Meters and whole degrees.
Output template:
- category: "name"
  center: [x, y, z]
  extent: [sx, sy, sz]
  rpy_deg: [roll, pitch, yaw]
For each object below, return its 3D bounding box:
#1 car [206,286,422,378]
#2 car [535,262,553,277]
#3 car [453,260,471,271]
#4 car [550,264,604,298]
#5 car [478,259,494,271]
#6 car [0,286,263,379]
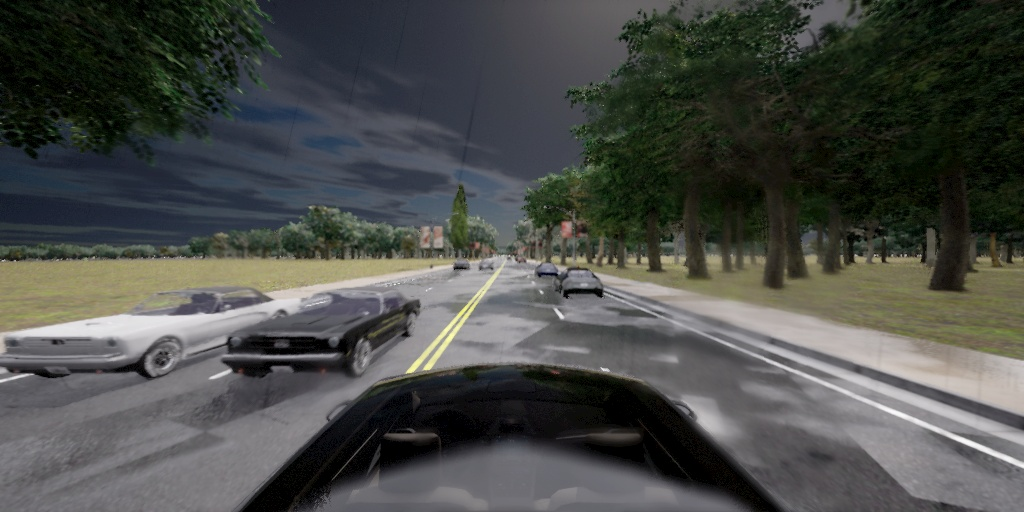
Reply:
- category: "car"
  center: [-3.352, 1.344, 7.430]
  extent: [1.895, 1.301, 4.718]
  rpy_deg: [0, 0, 0]
- category: "car"
  center: [3.290, 1.276, 34.535]
  extent: [1.994, 1.385, 4.181]
  rpy_deg: [0, 0, 0]
- category: "car"
  center: [-6.699, 1.243, 48.323]
  extent: [2.033, 1.411, 5.357]
  rpy_deg: [0, 0, 0]
- category: "car"
  center: [3.333, 1.295, 18.533]
  extent: [1.994, 1.385, 4.181]
  rpy_deg: [0, 0, 0]
- category: "car"
  center: [-3.449, 1.186, 48.420]
  extent: [2.128, 1.511, 4.902]
  rpy_deg: [0, 0, 0]
- category: "car"
  center: [-6.602, 1.344, 7.412]
  extent: [1.895, 1.301, 4.718]
  rpy_deg: [0, 0, 0]
